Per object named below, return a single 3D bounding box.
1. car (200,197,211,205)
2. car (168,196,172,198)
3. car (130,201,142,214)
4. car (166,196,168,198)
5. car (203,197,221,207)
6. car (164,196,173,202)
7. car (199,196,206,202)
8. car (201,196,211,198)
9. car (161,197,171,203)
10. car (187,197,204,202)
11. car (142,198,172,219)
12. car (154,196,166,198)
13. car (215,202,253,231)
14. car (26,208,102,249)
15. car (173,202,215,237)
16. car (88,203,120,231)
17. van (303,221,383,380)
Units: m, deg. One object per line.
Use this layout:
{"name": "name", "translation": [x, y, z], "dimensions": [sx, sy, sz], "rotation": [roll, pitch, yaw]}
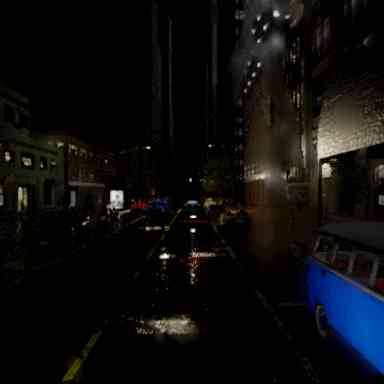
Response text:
{"name": "car", "translation": [2.579, 1.690, 64.689], "dimensions": [1.887, 1.381, 4.507], "rotation": [0, 0, 0]}
{"name": "car", "translation": [-5.811, 1.620, 70.196], "dimensions": [1.967, 1.590, 4.097], "rotation": [0, 0, 0]}
{"name": "car", "translation": [-5.756, 1.679, 37.050], "dimensions": [1.802, 1.307, 4.206], "rotation": [0, 0, 0]}
{"name": "car", "translation": [-5.791, 1.734, 59.147], "dimensions": [1.802, 1.307, 4.206], "rotation": [0, 0, 0]}
{"name": "car", "translation": [2.624, 1.628, 37.068], "dimensions": [2.008, 1.369, 4.403], "rotation": [0, 0, 0]}
{"name": "car", "translation": [-5.964, 1.764, 85.395], "dimensions": [1.887, 1.381, 4.507], "rotation": [0, 0, 0]}
{"name": "car", "translation": [2.673, 1.783, 86.786], "dimensions": [1.802, 1.307, 4.206], "rotation": [0, 0, 0]}
{"name": "car", "translation": [2.606, 1.629, 48.286], "dimensions": [1.752, 1.417, 4.829], "rotation": [0, 0, 0]}
{"name": "car", "translation": [-5.877, 1.760, 75.718], "dimensions": [1.947, 1.339, 4.313], "rotation": [0, 0, 0]}
{"name": "car", "translation": [0.029, 1.654, 39.866], "dimensions": [1.994, 1.385, 4.181], "rotation": [0, 0, 0]}
{"name": "car", "translation": [-3.052, 1.553, 30.311], "dimensions": [1.882, 1.535, 5.008], "rotation": [0, 0, 0]}
{"name": "car", "translation": [-5.784, 1.578, 53.623], "dimensions": [1.967, 1.590, 4.097], "rotation": [0, 0, 0]}
{"name": "car", "translation": [2.651, 1.565, 20.664], "dimensions": [1.752, 1.417, 4.829], "rotation": [0, 0, 0]}
{"name": "car", "translation": [-5.720, 1.613, 14.953], "dimensions": [1.947, 1.339, 4.313], "rotation": [0, 0, 0]}
{"name": "car", "translation": [0.050, 1.547, 18.135], "dimensions": [1.837, 1.490, 4.892], "rotation": [0, 0, 0]}
{"name": "car", "translation": [-5.730, 1.500, 20.478], "dimensions": [1.967, 1.590, 4.097], "rotation": [0, 0, 0]}
{"name": "van", "translation": [2.676, 1.343, 3.923], "dimensions": [1.690, 1.788, 3.998], "rotation": [0, 0, 0]}
